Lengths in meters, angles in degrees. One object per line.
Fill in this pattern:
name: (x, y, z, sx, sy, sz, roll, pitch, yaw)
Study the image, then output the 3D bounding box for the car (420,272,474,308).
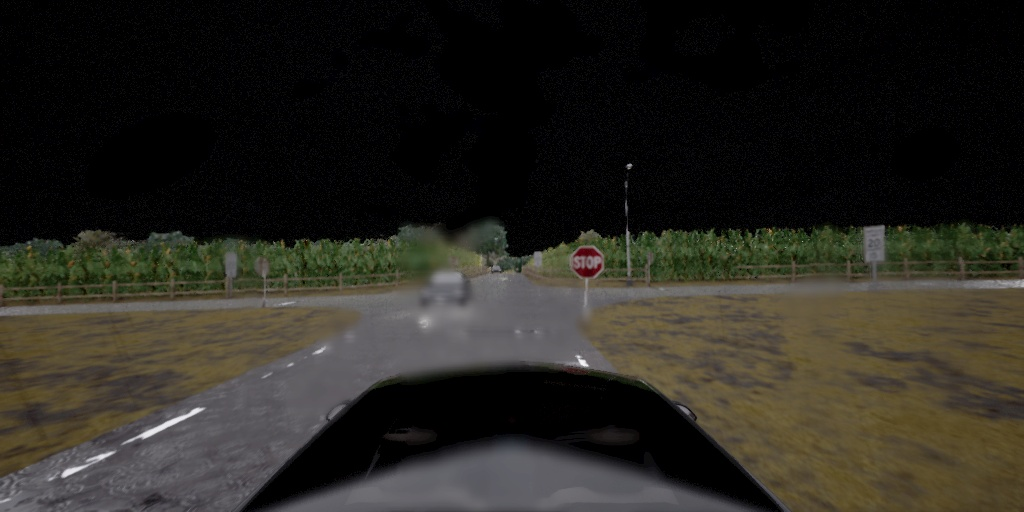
car: (-2.771, 1.451, 16.222, 1.812, 1.442, 4.674, 0, -1, 0)
